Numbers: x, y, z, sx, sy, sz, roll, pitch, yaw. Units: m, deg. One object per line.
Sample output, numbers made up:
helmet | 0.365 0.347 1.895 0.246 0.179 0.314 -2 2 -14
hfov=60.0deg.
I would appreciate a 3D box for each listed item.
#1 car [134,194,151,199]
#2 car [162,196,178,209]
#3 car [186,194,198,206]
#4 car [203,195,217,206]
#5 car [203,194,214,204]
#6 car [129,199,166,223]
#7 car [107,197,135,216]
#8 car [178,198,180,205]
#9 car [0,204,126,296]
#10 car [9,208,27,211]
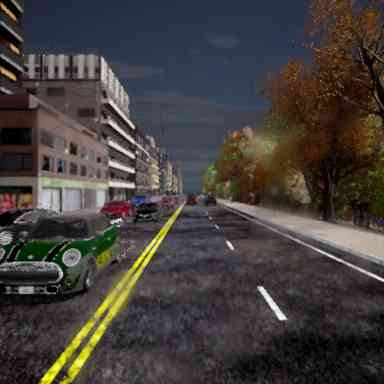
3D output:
car | -6.579 1.244 43.109 2.150 2.045 5.566 0 0 0
car | -3.328 1.373 44.746 2.097 1.767 4.553 0 0 0
car | -0.013 1.507 56.443 1.882 1.535 5.008 0 0 0
car | 3.236 1.534 56.444 1.837 1.490 4.892 0 0 0
car | 3.234 1.389 66.830 2.097 1.767 4.553 0 0 0
car | -3.356 1.515 25.839 1.837 1.490 4.892 0 0 0
car | -6.603 1.489 29.342 1.882 1.535 5.008 0 0 0
car | -3.265 1.574 61.843 1.812 1.442 4.674 0 0 0
car | -3.360 1.396 8.979 2.097 1.767 4.553 0 0 0
car | -8.246 1.581 16.136 1.837 1.490 4.892 2 2 24
